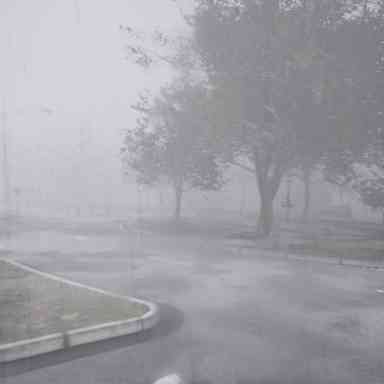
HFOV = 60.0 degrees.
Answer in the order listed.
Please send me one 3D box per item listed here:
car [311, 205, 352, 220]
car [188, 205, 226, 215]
[{"bbox_3d":[20.393,2.943,48.662,5.566,2.045,2.150,2,-1,24],"label":"car"},{"bbox_3d":[2.190,2.589,48.024,5.357,1.411,2.033,3,-1,-21],"label":"car"}]
